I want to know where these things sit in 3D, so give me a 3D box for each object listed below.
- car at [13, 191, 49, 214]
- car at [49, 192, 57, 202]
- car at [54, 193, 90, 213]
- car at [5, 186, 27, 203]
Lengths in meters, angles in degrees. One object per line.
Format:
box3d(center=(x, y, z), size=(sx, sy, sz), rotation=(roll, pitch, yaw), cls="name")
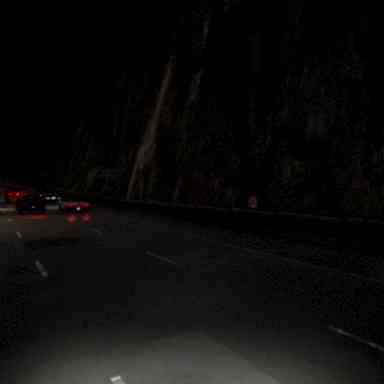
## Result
box3d(center=(-13.365, 0.927, 27.443), size=(1.882, 1.535, 5.008), rotation=(0, 1, -31), cls="car")
box3d(center=(-17.116, 0.666, 40.203), size=(2.033, 1.411, 5.357), rotation=(0, 2, -31), cls="car")
box3d(center=(-10.611, 1.051, 29.640), size=(1.895, 1.301, 4.718), rotation=(0, 1, -31), cls="car")
box3d(center=(-21.440, 0.254, 40.591), size=(2.150, 2.045, 5.566), rotation=(0, 2, -31), cls="car")
